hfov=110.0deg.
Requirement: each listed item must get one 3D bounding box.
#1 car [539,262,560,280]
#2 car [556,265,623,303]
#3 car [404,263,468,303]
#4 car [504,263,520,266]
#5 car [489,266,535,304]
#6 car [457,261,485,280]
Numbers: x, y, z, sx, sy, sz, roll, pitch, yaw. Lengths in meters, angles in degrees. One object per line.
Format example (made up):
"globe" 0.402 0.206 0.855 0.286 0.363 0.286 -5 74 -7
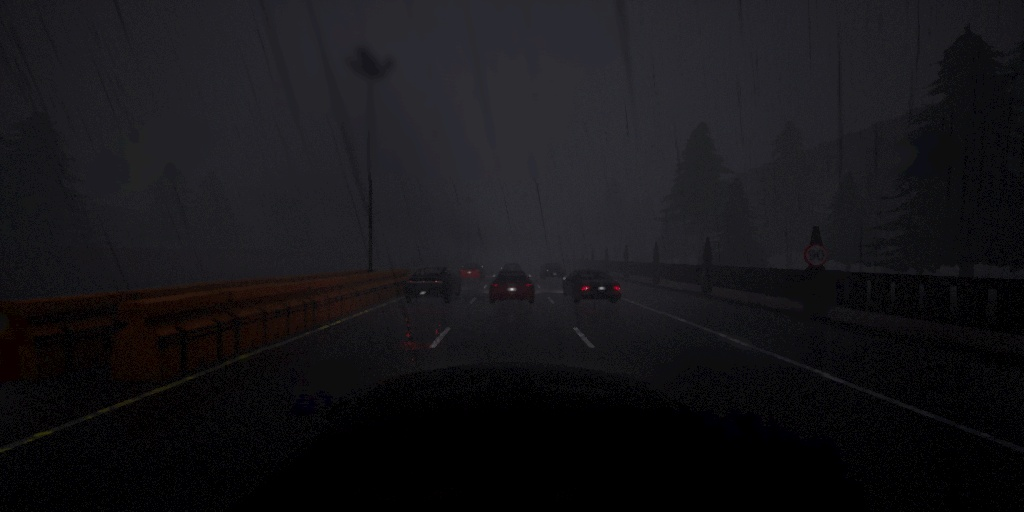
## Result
"car" 3.500 1.283 31.500 1.812 1.442 4.674 0 0 0
"car" 3.500 1.313 16.500 2.033 1.411 5.357 0 0 0
"car" -3.500 1.245 16.500 2.128 1.511 4.902 0 0 0
"car" 0.000 1.313 31.500 2.033 1.411 5.357 0 0 0
"car" 0.000 1.322 16.500 1.994 1.385 4.181 0 0 0
"car" -3.500 1.322 31.500 1.994 1.385 4.181 0 0 0
